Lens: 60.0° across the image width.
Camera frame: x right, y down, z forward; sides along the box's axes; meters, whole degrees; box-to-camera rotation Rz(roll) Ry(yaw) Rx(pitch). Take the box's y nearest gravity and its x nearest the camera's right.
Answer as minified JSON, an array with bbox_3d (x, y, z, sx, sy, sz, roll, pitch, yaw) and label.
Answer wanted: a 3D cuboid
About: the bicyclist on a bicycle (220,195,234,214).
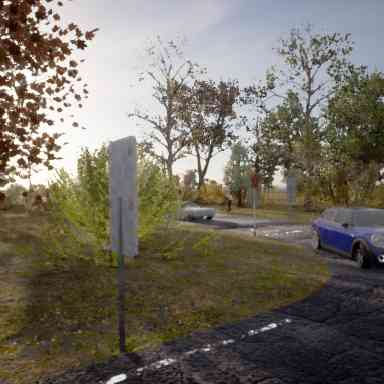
[{"bbox_3d":[3.101,1.100,29.525,1.656,1.620,0.582,0,1,-35],"label":"bicyclist on a bicycle"}]

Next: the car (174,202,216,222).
[{"bbox_3d":[-0.391,1.354,24.121,1.895,1.301,4.718,-1,1,-35],"label":"car"}]

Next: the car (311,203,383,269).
[{"bbox_3d":[5.840,1.325,11.172,2.097,1.767,4.553,0,1,-4],"label":"car"}]
